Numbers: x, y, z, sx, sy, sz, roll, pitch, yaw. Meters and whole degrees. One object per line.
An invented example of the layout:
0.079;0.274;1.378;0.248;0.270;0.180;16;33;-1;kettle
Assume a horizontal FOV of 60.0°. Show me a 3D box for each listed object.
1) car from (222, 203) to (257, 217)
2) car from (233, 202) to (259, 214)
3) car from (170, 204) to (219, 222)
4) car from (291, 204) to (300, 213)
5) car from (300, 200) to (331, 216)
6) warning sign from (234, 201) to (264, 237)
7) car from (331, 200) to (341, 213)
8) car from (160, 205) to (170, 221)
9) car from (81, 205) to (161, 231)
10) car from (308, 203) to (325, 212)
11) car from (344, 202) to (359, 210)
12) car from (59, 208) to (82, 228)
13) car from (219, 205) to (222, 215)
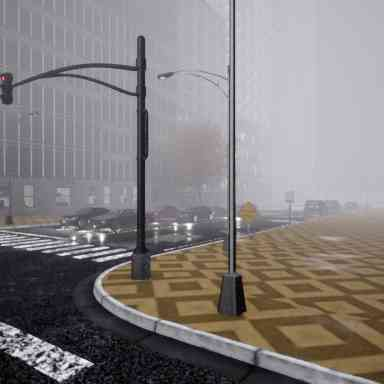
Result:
5.815;2.207;40.076;1.812;1.442;4.674;0;-1;33;car
8.094;2.320;49.524;1.882;1.535;5.008;0;-1;33;car
0.375;2.007;31.669;1.837;1.490;4.892;0;-1;33;car
16.409;2.463;50.143;1.812;1.442;4.674;0;-1;33;car
16.611;2.080;44.461;2.150;2.045;5.566;0;-1;33;car
3.162;1.456;18.535;1.300;1.860;1.060;1;1;33;warning sign
22.440;2.270;53.489;2.150;2.045;5.566;0;-1;33;car
-2.768;2.011;32.794;1.812;1.442;4.674;0;-1;33;car
-4.829;1.877;23.613;2.033;1.411;5.357;0;-1;33;car
22.010;2.645;58.820;1.812;1.442;4.674;0;-1;33;car
31.537;2.665;65.664;2.097;1.767;4.553;0;-1;33;car
-7.696;1.847;25.150;1.812;1.442;4.674;0;-1;31;car
2.627;2.227;41.143;1.994;1.385;4.181;0;-1;32;car
